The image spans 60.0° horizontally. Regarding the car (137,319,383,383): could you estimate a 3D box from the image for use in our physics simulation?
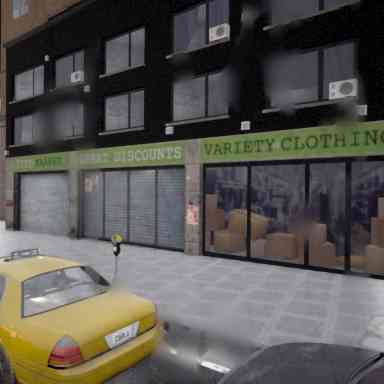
[{"bbox_3d":[2.047,1.551,1.624,4.403,1.369,2.008,0,1,36],"label":"car"}]

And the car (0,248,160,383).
[{"bbox_3d":[-2.634,1.524,4.972,4.829,1.417,1.752,0,1,36],"label":"car"}]
